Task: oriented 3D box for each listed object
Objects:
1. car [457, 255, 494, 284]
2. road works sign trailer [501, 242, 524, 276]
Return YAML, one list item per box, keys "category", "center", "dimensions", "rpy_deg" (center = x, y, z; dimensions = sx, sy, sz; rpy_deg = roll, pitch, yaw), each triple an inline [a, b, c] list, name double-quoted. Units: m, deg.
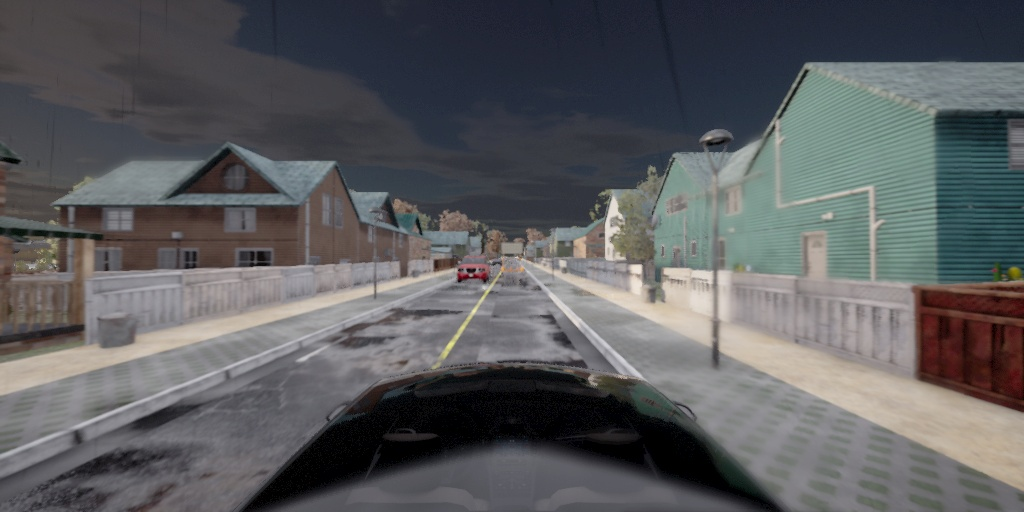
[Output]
- category: "car"
  center: [-2.847, 0.971, 27.649]
  dimensions: [2.150, 2.045, 5.566]
  rpy_deg: [0, 0, 0]
- category: "road works sign trailer"
  center: [-0.001, 0.211, 37.899]
  dimensions: [2.380, 3.560, 2.880]
  rpy_deg: [0, 0, 0]
